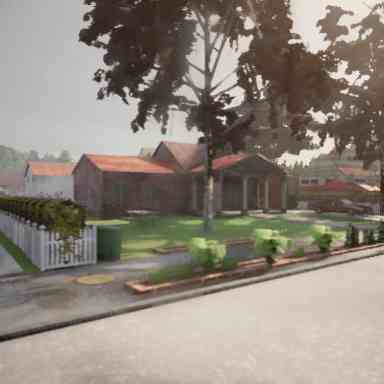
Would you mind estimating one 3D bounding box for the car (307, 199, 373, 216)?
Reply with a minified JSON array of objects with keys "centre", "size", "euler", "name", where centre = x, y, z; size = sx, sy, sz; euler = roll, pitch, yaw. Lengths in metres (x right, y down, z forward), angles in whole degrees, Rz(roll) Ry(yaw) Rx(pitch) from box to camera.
[{"centre":[12.768,1.309,29.120],"size":[2.033,1.415,5.357],"euler":[0,0,-36],"name":"car"}]
